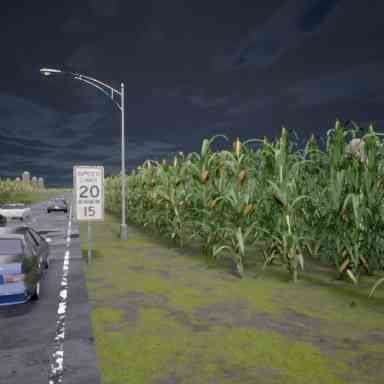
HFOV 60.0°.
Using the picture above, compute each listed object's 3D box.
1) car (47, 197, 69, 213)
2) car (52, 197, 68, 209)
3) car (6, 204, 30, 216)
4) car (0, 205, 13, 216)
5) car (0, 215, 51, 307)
[{"bbox_3d":[-14.656,1.542,36.339,1.994,1.385,4.181,0,0,-19],"label":"car"},{"bbox_3d":[-18.102,1.469,45.788,1.837,1.490,4.892,0,0,-20],"label":"car"},{"bbox_3d":[-14.217,1.612,26.544,1.895,1.301,4.718,0,0,-20],"label":"car"},{"bbox_3d":[-10.796,1.583,16.995,1.994,1.385,4.181,0,0,-20],"label":"car"},{"bbox_3d":[-4.506,1.548,7.909,2.033,1.411,5.357,0,0,-20],"label":"car"}]
